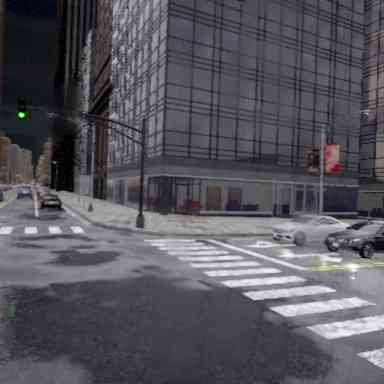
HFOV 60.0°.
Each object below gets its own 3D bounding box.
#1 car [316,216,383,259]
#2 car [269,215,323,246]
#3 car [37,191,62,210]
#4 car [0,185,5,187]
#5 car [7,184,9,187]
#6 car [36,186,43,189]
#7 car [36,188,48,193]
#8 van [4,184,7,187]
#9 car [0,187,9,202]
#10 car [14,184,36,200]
[{"bbox_3d":[7.983,1.996,14.600,4.674,1.442,1.812,3,0,-26],"label":"car"},{"bbox_3d":[6.250,1.925,17.391,4.674,1.442,1.812,3,0,-24],"label":"car"},{"bbox_3d":[-13.180,0.893,31.048,1.947,1.339,4.313,2,0,-25],"label":"car"},{"bbox_3d":[-40.201,-0.425,68.235,1.887,1.381,4.507,3,0,-25],"label":"car"},{"bbox_3d":[-45.032,-0.663,78.445,1.947,1.339,4.313,3,0,-25],"label":"car"},{"bbox_3d":[-25.257,0.250,56.574,1.887,1.381,4.507,3,0,-25],"label":"car"},{"bbox_3d":[-20.428,0.540,46.364,1.802,1.307,4.206,3,0,-25],"label":"car"},{"bbox_3d":[-42.606,-0.758,73.339,1.690,1.788,3.998,3,0,-25],"label":"van"},{"bbox_3d":[-23.793,0.405,40.212,2.033,1.411,5.357,2,0,-25],"label":"car"},{"bbox_3d":[-24.433,0.135,48.846,2.097,1.767,4.553,2,0,-25],"label":"car"}]
